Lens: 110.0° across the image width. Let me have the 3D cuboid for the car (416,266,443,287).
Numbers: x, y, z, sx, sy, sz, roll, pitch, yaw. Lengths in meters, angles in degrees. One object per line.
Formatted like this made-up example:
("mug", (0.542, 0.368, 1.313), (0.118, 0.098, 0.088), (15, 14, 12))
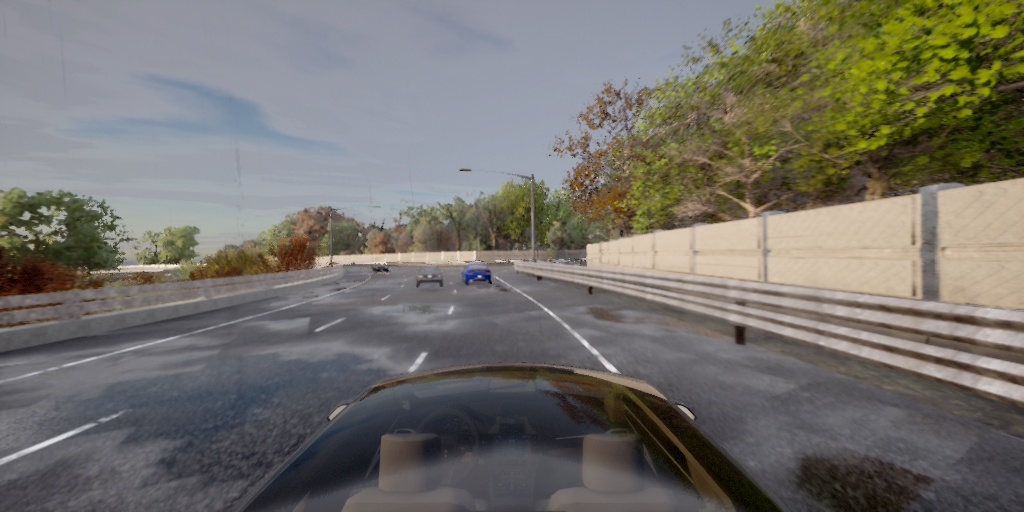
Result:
("car", (-6.029, 1.412, 26.260), (2.033, 1.411, 5.357), (-1, 0, -13))

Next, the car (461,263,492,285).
("car", (-2.773, 1.282, 27.184), (1.882, 1.535, 5.008), (-1, 0, -13))

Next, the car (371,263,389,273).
("car", (-19.153, 1.713, 51.758), (1.895, 1.301, 4.718), (-1, 0, -28))
